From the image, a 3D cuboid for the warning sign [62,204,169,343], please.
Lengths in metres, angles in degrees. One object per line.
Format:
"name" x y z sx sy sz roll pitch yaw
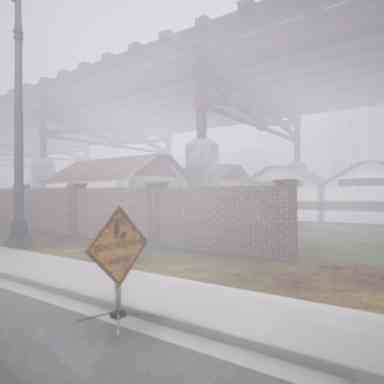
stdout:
"warning sign" -1.207 1.153 5.409 1.060 1.860 1.300 -1 0 36
